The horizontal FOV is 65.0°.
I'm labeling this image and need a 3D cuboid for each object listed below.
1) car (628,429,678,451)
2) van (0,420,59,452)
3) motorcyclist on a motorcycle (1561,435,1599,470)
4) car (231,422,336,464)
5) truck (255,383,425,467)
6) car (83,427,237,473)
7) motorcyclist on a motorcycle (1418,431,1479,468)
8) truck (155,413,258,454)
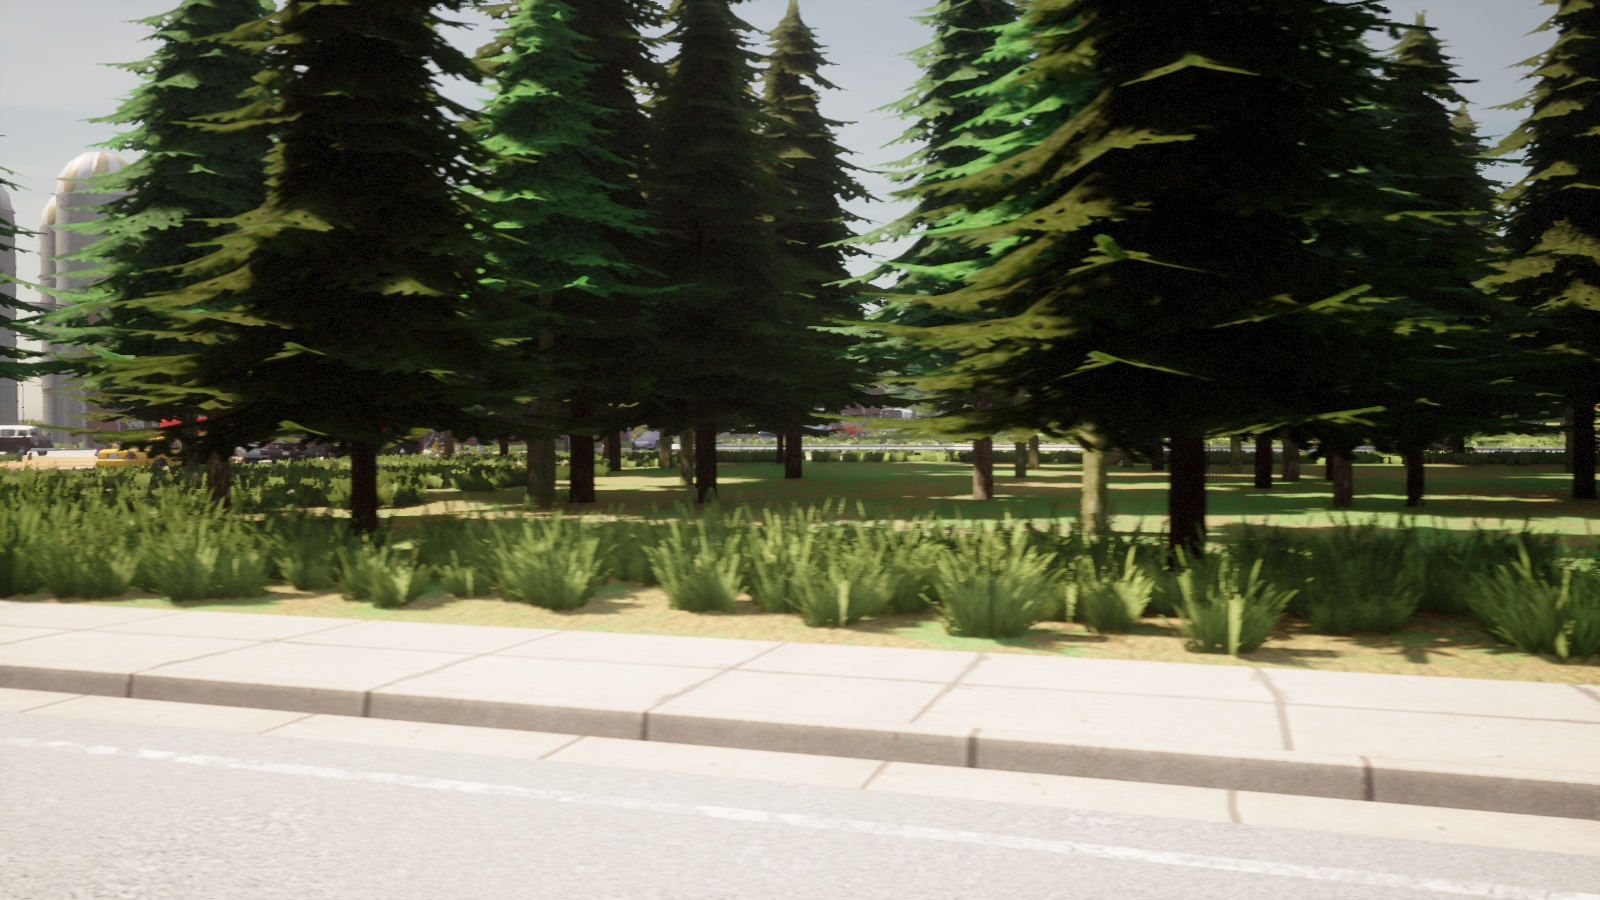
[{"bbox_3d":[-11.264,-0.804,96.452,2.033,1.649,4.856,1,1,17],"label":"car"},{"bbox_3d":[-50.417,-0.935,80.879,4.480,2.038,2.069,0,1,16],"label":"van"},{"bbox_3d":[34.796,0.109,55.147,2.191,1.530,0.866,1,1,19],"label":"motorcyclist on a motorcycle"},{"bbox_3d":[-23.532,-0.338,57.425,1.932,1.855,4.605,1,1,17],"label":"car"},{"bbox_3d":[-20.285,-1.103,56.037,2.891,3.462,7.936,1,1,17],"label":"truck"},{"bbox_3d":[-23.385,-0.036,46.193,1.801,1.575,5.366,1,1,17],"label":"car"},{"bbox_3d":[29.385,-0.025,56.968,2.350,1.649,0.766,1,1,18],"label":"motorcyclist on a motorcycle"},{"bbox_3d":[-36.238,-1.029,76.703,5.204,2.467,2.627,0,1,16],"label":"truck"}]
